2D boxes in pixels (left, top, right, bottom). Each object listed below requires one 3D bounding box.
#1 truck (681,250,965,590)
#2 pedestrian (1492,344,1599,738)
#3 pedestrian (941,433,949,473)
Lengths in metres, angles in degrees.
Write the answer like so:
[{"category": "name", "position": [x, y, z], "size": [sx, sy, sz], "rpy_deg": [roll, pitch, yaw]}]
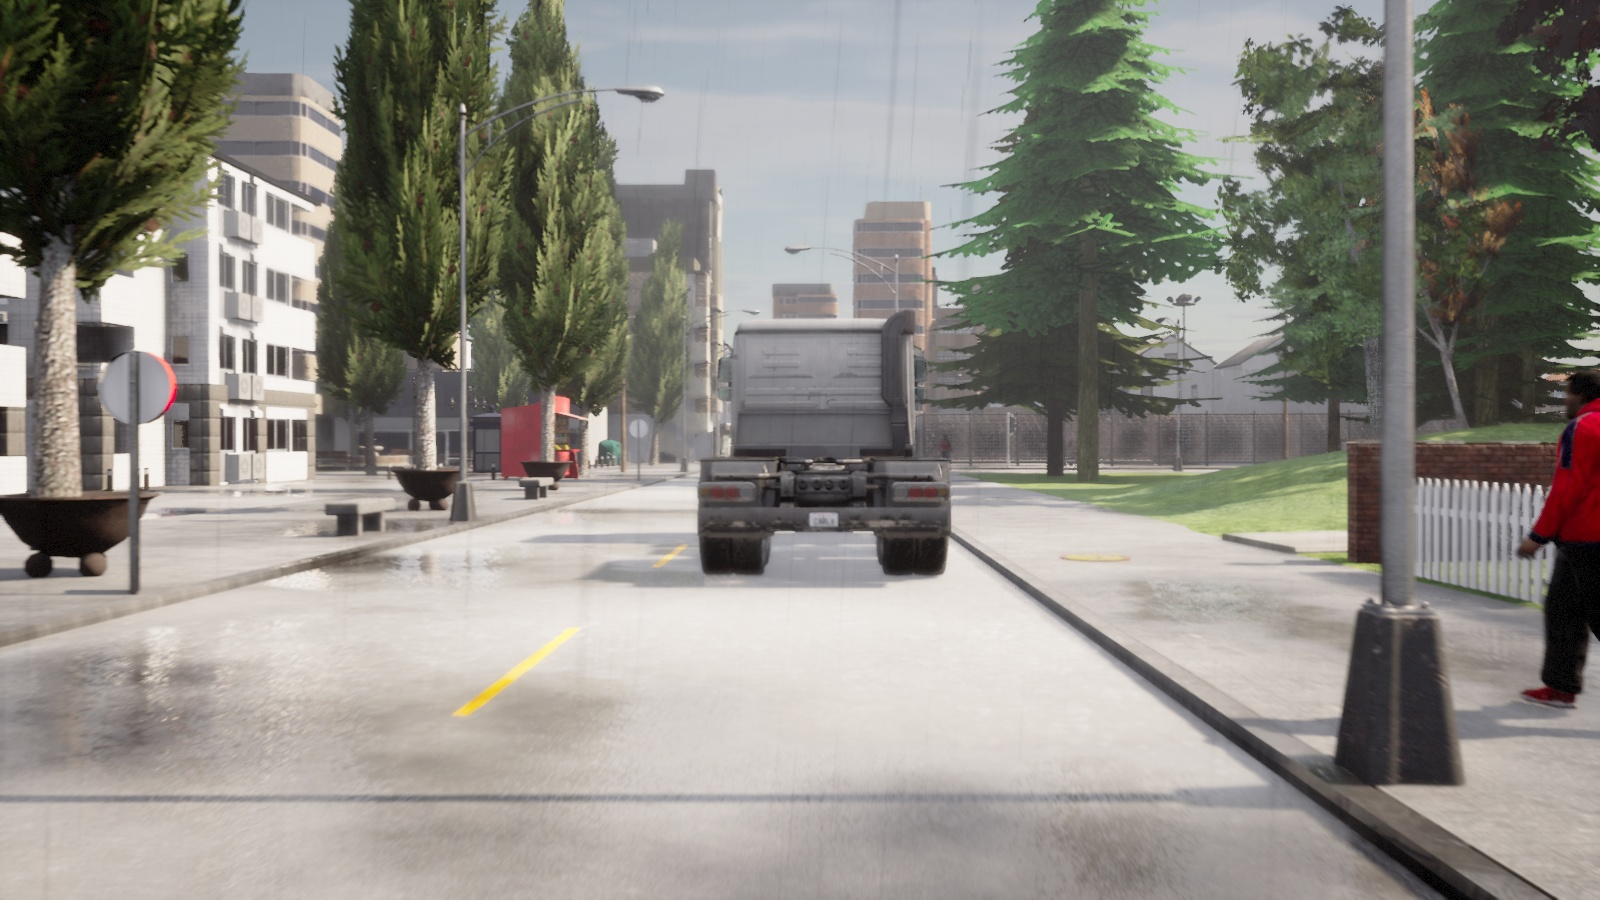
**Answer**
[{"category": "truck", "position": [0.299, -0.330, 16.785], "size": [2.891, 3.462, 7.936], "rpy_deg": [0, 0, 1]}, {"category": "pedestrian", "position": [3.978, 0.425, 6.083], "size": [0.634, 1.844, 0.899], "rpy_deg": [0, 0, -35]}, {"category": "pedestrian", "position": [6.699, 0.135, 58.084], "size": [0.331, 1.846, 0.636], "rpy_deg": [0, 0, 9]}]
